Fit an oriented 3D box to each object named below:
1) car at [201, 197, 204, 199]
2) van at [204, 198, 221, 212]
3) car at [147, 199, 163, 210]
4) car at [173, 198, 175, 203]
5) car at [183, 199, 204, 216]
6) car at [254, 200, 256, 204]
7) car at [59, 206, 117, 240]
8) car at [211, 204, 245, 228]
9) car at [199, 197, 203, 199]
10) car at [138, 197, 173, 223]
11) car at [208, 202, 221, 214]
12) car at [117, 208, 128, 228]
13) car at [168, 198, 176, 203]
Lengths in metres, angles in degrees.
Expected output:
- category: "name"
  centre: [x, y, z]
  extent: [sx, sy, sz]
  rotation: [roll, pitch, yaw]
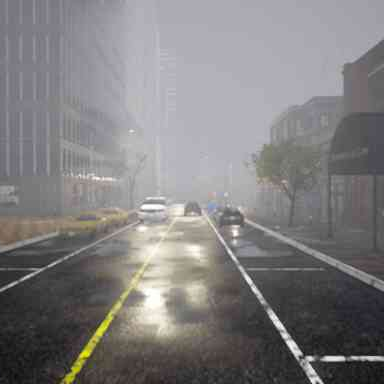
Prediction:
- category: "car"
  centre: [2.635, 2.251, 95.125]
  extent: [1.967, 1.590, 4.097]
  rotation: [-1, 0, 0]
- category: "van"
  centre: [2.658, 1.686, 40.507]
  extent: [1.690, 1.788, 3.998]
  rotation: [-1, 0, 0]
- category: "car"
  centre: [-5.726, 1.879, 51.585]
  extent: [1.967, 1.590, 4.097]
  rotation: [-1, 0, 0]
- category: "car"
  centre: [-5.879, 2.287, 89.361]
  extent: [1.752, 1.417, 4.829]
  rotation: [-1, 0, 0]
- category: "car"
  centre: [0.074, 1.815, 36.439]
  extent: [1.837, 1.490, 4.892]
  rotation: [0, -1, 0]
- category: "car"
  centre: [16.493, 2.058, 74.843]
  extent: [5.009, 1.841, 2.192]
  rotation: [1, 0, 1]
- category: "car"
  centre: [-5.710, 1.681, 18.206]
  extent: [1.752, 1.417, 4.829]
  rotation: [-1, 0, 0]
- category: "car"
  centre: [2.668, 1.770, 23.902]
  extent: [1.947, 1.339, 4.313]
  rotation: [-1, 0, 0]
- category: "car"
  centre: [0.074, 1.872, 46.377]
  extent: [1.882, 1.535, 5.008]
  rotation: [0, 0, -1]
- category: "car"
  centre: [-3.114, 1.462, 28.200]
  extent: [2.150, 2.045, 5.566]
  rotation: [0, 0, 0]
- category: "car"
  centre: [2.666, 1.833, 29.436]
  extent: [1.802, 1.307, 4.206]
  rotation: [-1, 0, 0]
- category: "car"
  centre: [-5.713, 1.728, 23.741]
  extent: [1.752, 1.417, 4.829]
  rotation: [-1, 0, 0]
- category: "car"
  centre: [-5.711, 2.378, 95.174]
  extent: [1.947, 1.339, 4.313]
  rotation: [-1, 0, 0]
